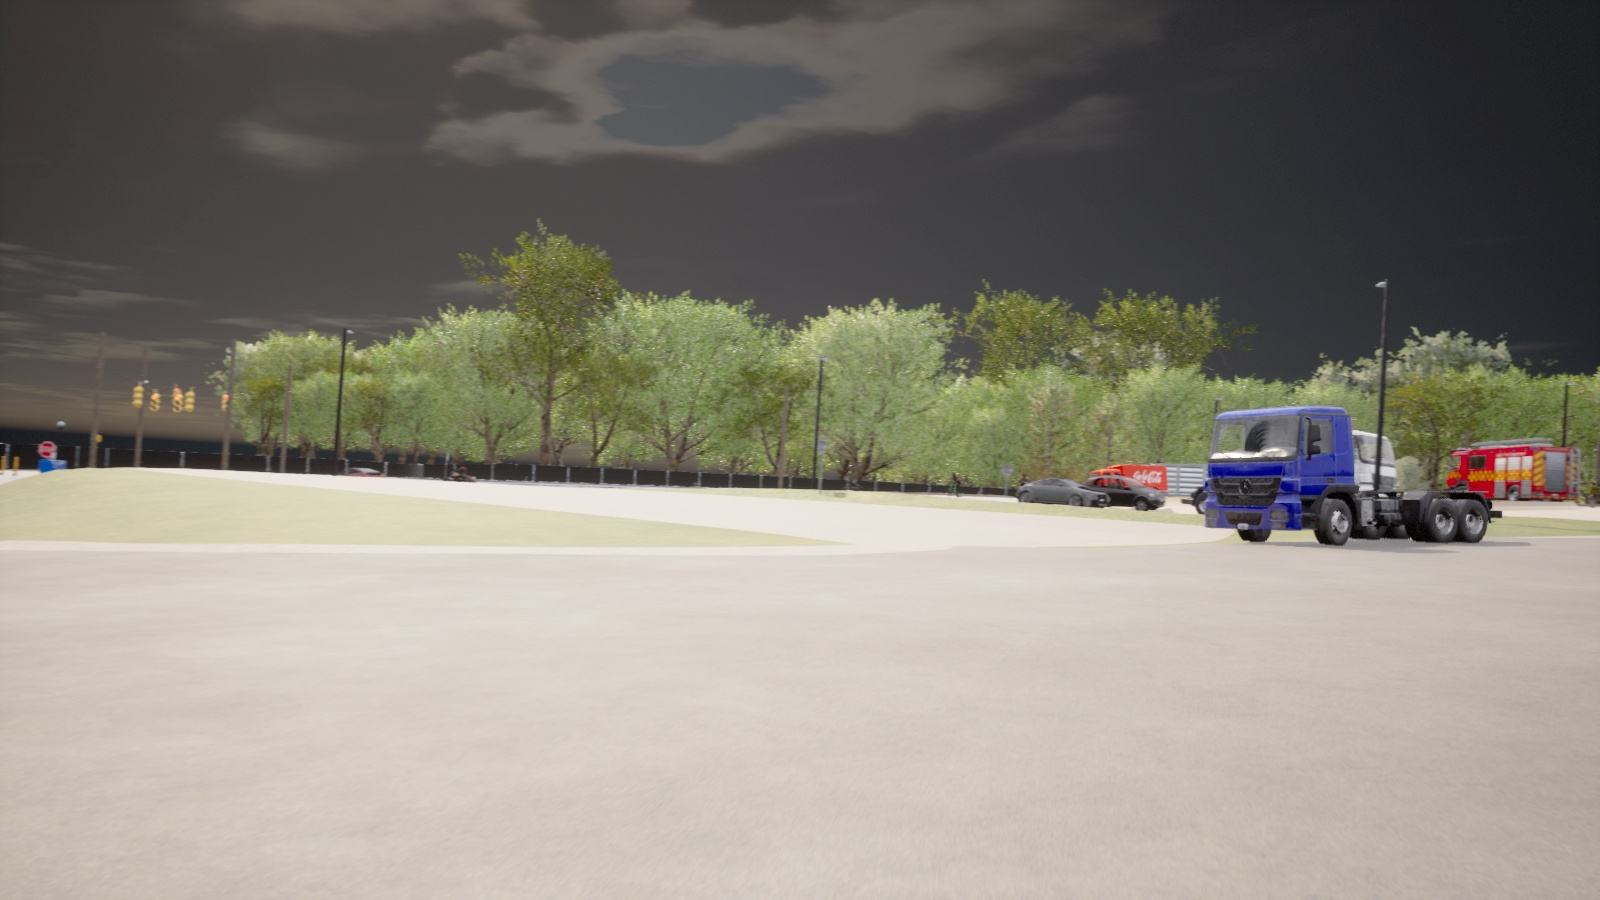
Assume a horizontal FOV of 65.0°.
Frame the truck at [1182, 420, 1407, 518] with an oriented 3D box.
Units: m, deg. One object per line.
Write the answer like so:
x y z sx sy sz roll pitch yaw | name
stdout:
19.717 0.904 50.566 2.891 3.462 7.936 5 -7 -42 | truck

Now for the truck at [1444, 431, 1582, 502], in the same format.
42.313 1.095 74.898 2.891 3.827 8.468 2 -3 -4 | truck

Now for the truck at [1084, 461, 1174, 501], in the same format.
22.179 2.119 84.806 5.204 2.467 2.627 1 -6 -18 | truck

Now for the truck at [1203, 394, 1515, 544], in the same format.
14.329 0.528 32.065 7.936 3.462 2.891 1 -2 -27 | truck

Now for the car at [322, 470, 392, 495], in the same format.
-28.749 2.115 81.487 4.514 1.525 2.007 -1 -4 35 | car

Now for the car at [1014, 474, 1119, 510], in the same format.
12.050 1.885 56.947 1.994 1.385 4.181 5 -2 -44 | car

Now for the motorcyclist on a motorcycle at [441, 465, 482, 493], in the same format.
-20.825 1.788 77.244 2.350 1.649 0.766 0 -2 18 | motorcyclist on a motorcycle

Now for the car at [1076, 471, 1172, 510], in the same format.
15.335 1.889 59.427 3.988 1.617 1.851 1 3 35 | car
